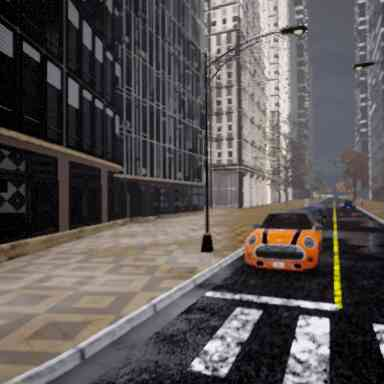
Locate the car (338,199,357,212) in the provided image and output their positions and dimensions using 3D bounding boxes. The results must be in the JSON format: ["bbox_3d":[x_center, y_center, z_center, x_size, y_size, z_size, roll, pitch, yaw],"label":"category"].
[{"bbox_3d":[19.695,1.713,42.149,1.812,1.442,4.674,-1,-1,23],"label":"car"}]

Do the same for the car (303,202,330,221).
[{"bbox_3d":[11.431,1.712,30.291,2.033,1.411,5.357,-1,-1,24],"label":"car"}]

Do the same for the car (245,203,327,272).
[{"bbox_3d":[3.236,1.411,11.157,2.097,1.767,4.553,-1,-1,23],"label":"car"}]

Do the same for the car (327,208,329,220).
[{"bbox_3d":[7.248,1.658,20.517,2.033,1.411,5.357,-1,-1,24],"label":"car"}]

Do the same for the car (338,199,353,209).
[{"bbox_3d":[23.587,1.784,51.243,2.033,1.411,5.357,-1,-1,23],"label":"car"}]
